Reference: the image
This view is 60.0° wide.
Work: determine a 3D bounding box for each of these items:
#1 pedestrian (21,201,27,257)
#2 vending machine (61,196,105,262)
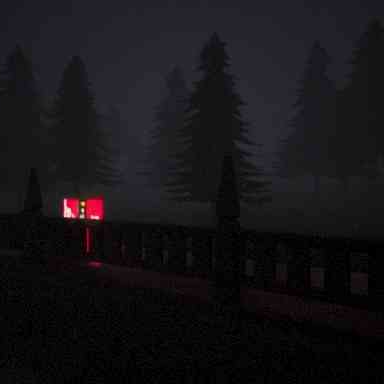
[{"bbox_3d":[-5.210,1.141,10.534,0.375,1.860,0.375,0,0,30],"label":"pedestrian"},{"bbox_3d":[-3.702,1.195,11.340,0.880,2.100,1.100,0,0,30],"label":"vending machine"}]
